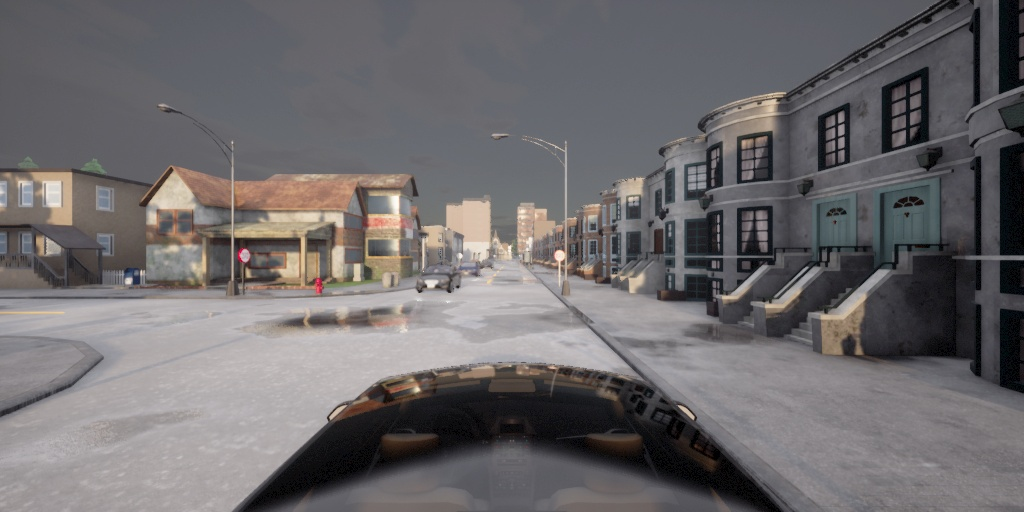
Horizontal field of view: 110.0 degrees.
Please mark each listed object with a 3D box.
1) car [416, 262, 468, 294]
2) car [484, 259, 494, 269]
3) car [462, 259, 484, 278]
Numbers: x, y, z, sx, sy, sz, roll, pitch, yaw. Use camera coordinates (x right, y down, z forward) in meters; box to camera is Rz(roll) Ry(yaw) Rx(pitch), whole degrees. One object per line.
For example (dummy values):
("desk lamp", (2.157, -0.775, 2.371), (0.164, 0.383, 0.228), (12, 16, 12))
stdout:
("car", (-4.055, 1.241, 20.475), (2.128, 1.511, 4.902), (0, 0, 0))
("car", (-3.897, 1.256, 55.594), (1.837, 1.490, 4.892), (0, -1, 1))
("car", (-4.012, 1.275, 33.844), (1.812, 1.442, 4.674), (0, 0, 0))
